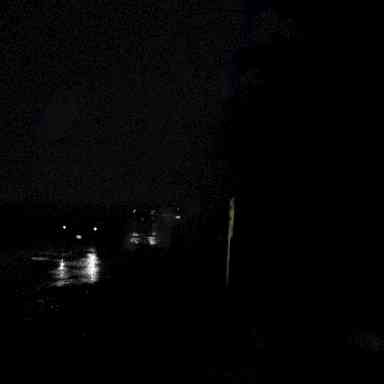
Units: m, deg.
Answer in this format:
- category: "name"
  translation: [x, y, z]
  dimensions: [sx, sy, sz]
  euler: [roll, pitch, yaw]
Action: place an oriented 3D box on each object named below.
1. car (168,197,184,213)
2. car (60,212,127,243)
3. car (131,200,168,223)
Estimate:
- category: "car"
  translation: [-2.353, 1.745, 45.380]
  dimensions: [2.150, 2.045, 5.566]
  euler: [2, 0, 6]
- category: "car"
  translation: [-4.922, 1.759, 17.271]
  dimensions: [1.895, 1.301, 4.718]
  euler: [3, -1, 5]
- category: "car"
  translation: [-3.827, 1.697, 29.444]
  dimensions: [2.097, 1.767, 4.553]
  euler: [3, -1, 5]
